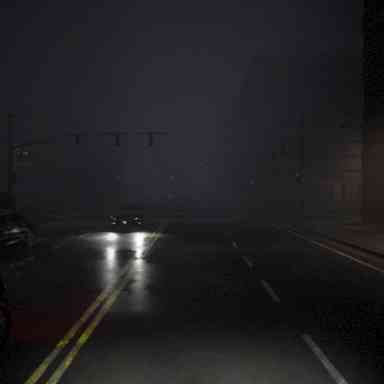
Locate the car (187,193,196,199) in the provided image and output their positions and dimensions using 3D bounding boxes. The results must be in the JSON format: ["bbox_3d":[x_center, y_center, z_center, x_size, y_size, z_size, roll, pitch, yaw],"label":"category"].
[{"bbox_3d":[-0.170,0.844,78.527,1.994,1.385,4.181,0,0,0],"label":"car"}]

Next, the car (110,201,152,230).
[{"bbox_3d":[-3.552,1.359,19.994,1.837,1.490,4.892,0,0,0],"label":"car"}]

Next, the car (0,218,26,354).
[{"bbox_3d":[-3.599,1.334,2.769,2.097,1.767,4.553,0,0,0],"label":"car"}]

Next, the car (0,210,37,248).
[{"bbox_3d":[-7.100,1.424,11.394,1.837,1.490,4.892,0,0,0],"label":"car"}]

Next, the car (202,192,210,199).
[{"bbox_3d":[3.330,0.789,78.535,1.837,1.490,4.892,0,0,0],"label":"car"}]
